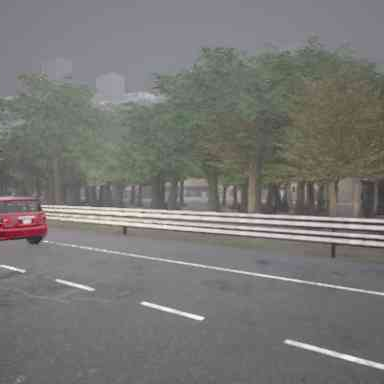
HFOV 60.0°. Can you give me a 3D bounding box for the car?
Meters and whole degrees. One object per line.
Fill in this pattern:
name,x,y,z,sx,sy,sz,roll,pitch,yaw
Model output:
car,-8.464,1.222,14.225,5.566,2.045,2.150,0,0,36
